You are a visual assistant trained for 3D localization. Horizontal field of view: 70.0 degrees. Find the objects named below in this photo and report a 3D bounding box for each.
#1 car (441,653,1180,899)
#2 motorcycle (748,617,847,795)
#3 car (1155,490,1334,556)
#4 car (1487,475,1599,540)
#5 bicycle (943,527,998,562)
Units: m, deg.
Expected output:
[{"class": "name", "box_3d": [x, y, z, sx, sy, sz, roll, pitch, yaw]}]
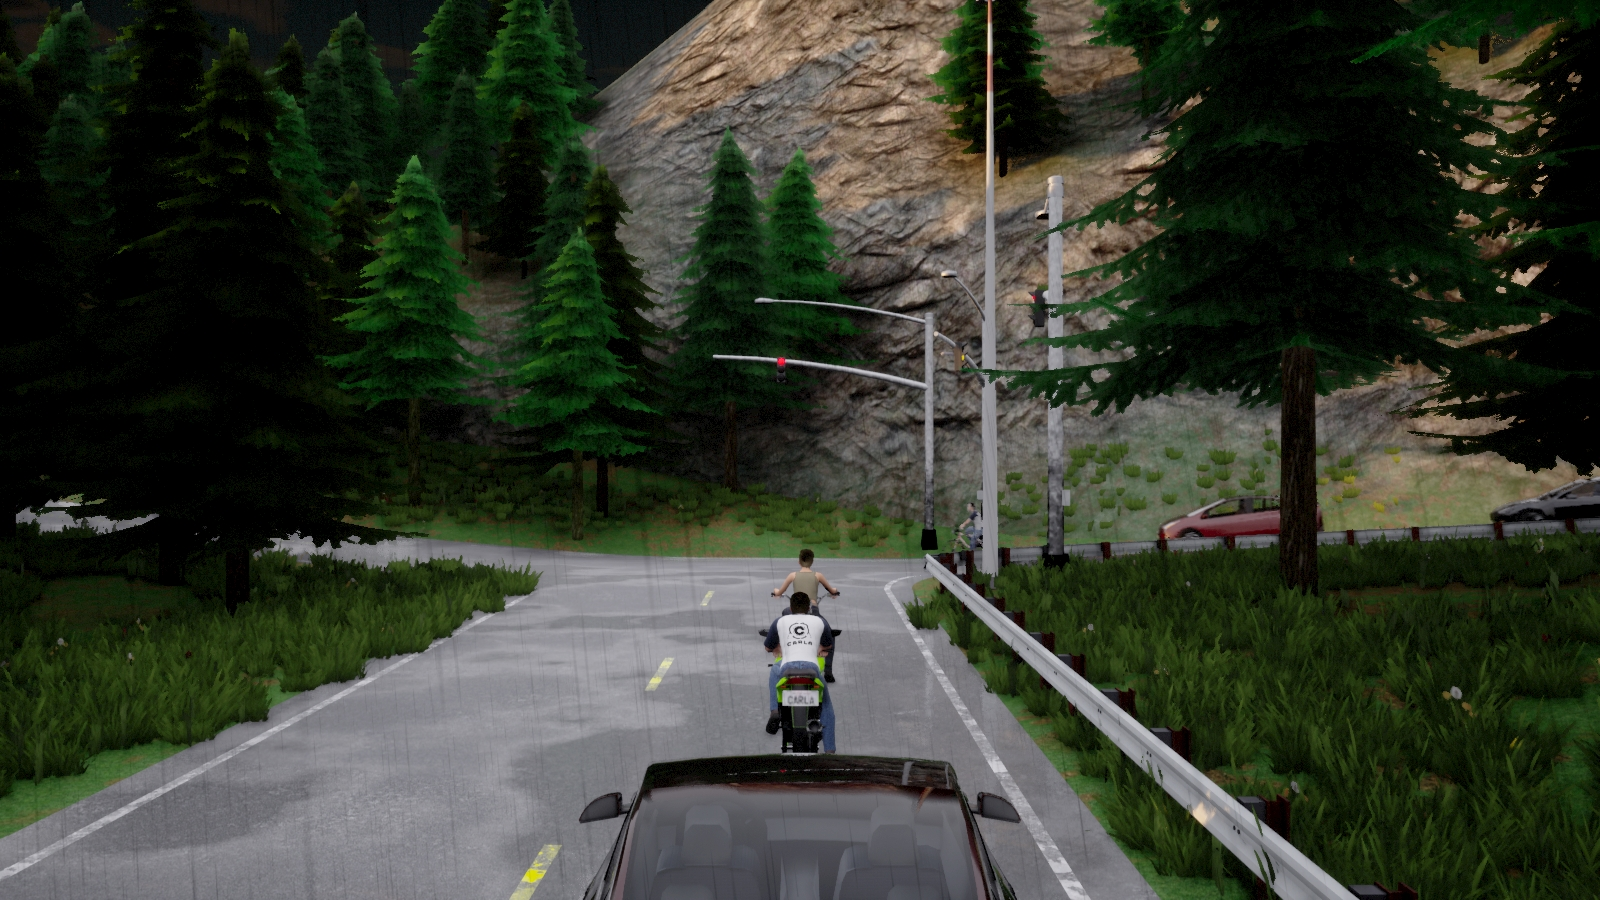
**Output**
[{"class": "car", "box_3d": [0.029, 2.063, 5.012, 2.163, 1.488, 4.792, 0, 0, 0]}, {"class": "motorcycle", "box_3d": [-0.020, 2.213, 10.238, 0.803, 1.145, 2.033, 0, 0, 0]}, {"class": "car", "box_3d": [12.725, 2.094, 33.037, 4.514, 1.525, 2.007, -5, -2, 14]}, {"class": "car", "box_3d": [21.030, 1.428, 30.035, 4.792, 1.488, 2.163, -5, -2, 25]}, {"class": "bicycle", "box_3d": [5.243, 2.917, 35.259, 1.643, 1.024, 0.373, -2, -2, 7]}]
